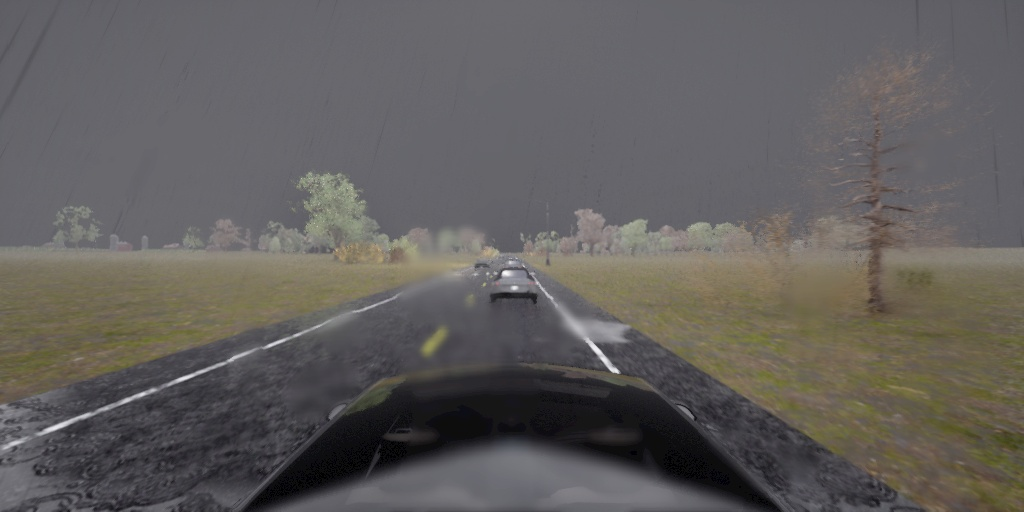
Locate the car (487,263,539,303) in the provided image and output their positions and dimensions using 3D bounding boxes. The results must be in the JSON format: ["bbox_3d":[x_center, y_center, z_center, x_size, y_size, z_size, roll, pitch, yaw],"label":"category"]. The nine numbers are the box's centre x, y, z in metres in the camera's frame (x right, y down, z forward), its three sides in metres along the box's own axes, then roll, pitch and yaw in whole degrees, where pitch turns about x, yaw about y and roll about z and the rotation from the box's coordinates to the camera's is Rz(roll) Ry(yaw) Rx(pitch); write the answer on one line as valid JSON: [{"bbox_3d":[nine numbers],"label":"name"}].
[{"bbox_3d":[0.098,1.185,15.903,1.994,1.385,4.181,0,0,0],"label":"car"}]

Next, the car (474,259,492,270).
[{"bbox_3d":[-3.568,0.963,44.277,1.895,1.301,4.718,0,1,0],"label":"car"}]

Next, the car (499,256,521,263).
[{"bbox_3d":[0.095,1.009,33.346,2.033,1.411,5.357,0,1,0],"label":"car"}]
